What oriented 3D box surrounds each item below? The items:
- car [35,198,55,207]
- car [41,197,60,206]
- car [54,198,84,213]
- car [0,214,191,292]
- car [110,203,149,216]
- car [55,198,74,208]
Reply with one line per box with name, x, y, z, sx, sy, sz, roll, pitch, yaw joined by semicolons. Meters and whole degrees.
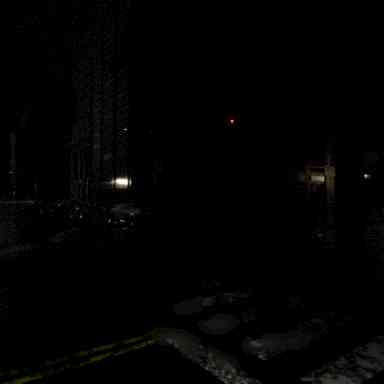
car;-23.573;1.643;52.812;1.895;1.301;4.718;1;-1;-35
car;-26.556;1.803;62.378;2.128;1.511;4.902;1;-1;-36
car;-14.443;1.657;39.776;2.128;1.511;4.902;1;0;-36
car;-2.624;1.548;9.129;5.357;1.411;2.033;0;0;-34
car;-5.062;1.620;26.549;1.812;1.442;4.674;1;-1;-35
car;-20.760;1.791;54.206;1.812;1.442;4.674;1;-1;-35
